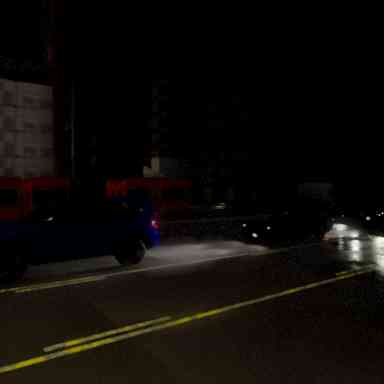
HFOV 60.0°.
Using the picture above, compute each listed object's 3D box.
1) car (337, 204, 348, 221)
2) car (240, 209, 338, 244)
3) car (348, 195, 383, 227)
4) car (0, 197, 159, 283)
[{"bbox_3d":[12.421,1.606,25.622,5.357,1.411,2.033,0,0,-35],"label":"car"},{"bbox_3d":[4.551,1.582,15.771,4.718,1.301,1.895,0,0,-35],"label":"car"},{"bbox_3d":[12.889,1.238,21.667,5.566,2.045,2.150,0,0,-35],"label":"car"},{"bbox_3d":[-3.656,1.193,9.942,5.566,2.045,2.150,0,0,-36],"label":"car"}]
